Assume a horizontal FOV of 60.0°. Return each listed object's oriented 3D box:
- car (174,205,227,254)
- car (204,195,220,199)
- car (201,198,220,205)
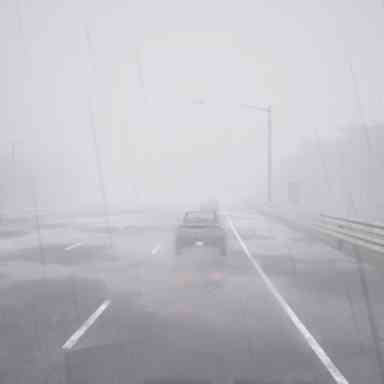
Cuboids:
[{"bbox_3d":[0.391,1.495,13.451,2.128,1.511,4.902,0,0,3],"label":"car"},{"bbox_3d":[3.684,1.633,57.800,2.033,1.411,5.357,0,0,5],"label":"car"},{"bbox_3d":[1.822,1.616,35.205,1.895,1.301,4.718,0,0,4],"label":"car"}]
